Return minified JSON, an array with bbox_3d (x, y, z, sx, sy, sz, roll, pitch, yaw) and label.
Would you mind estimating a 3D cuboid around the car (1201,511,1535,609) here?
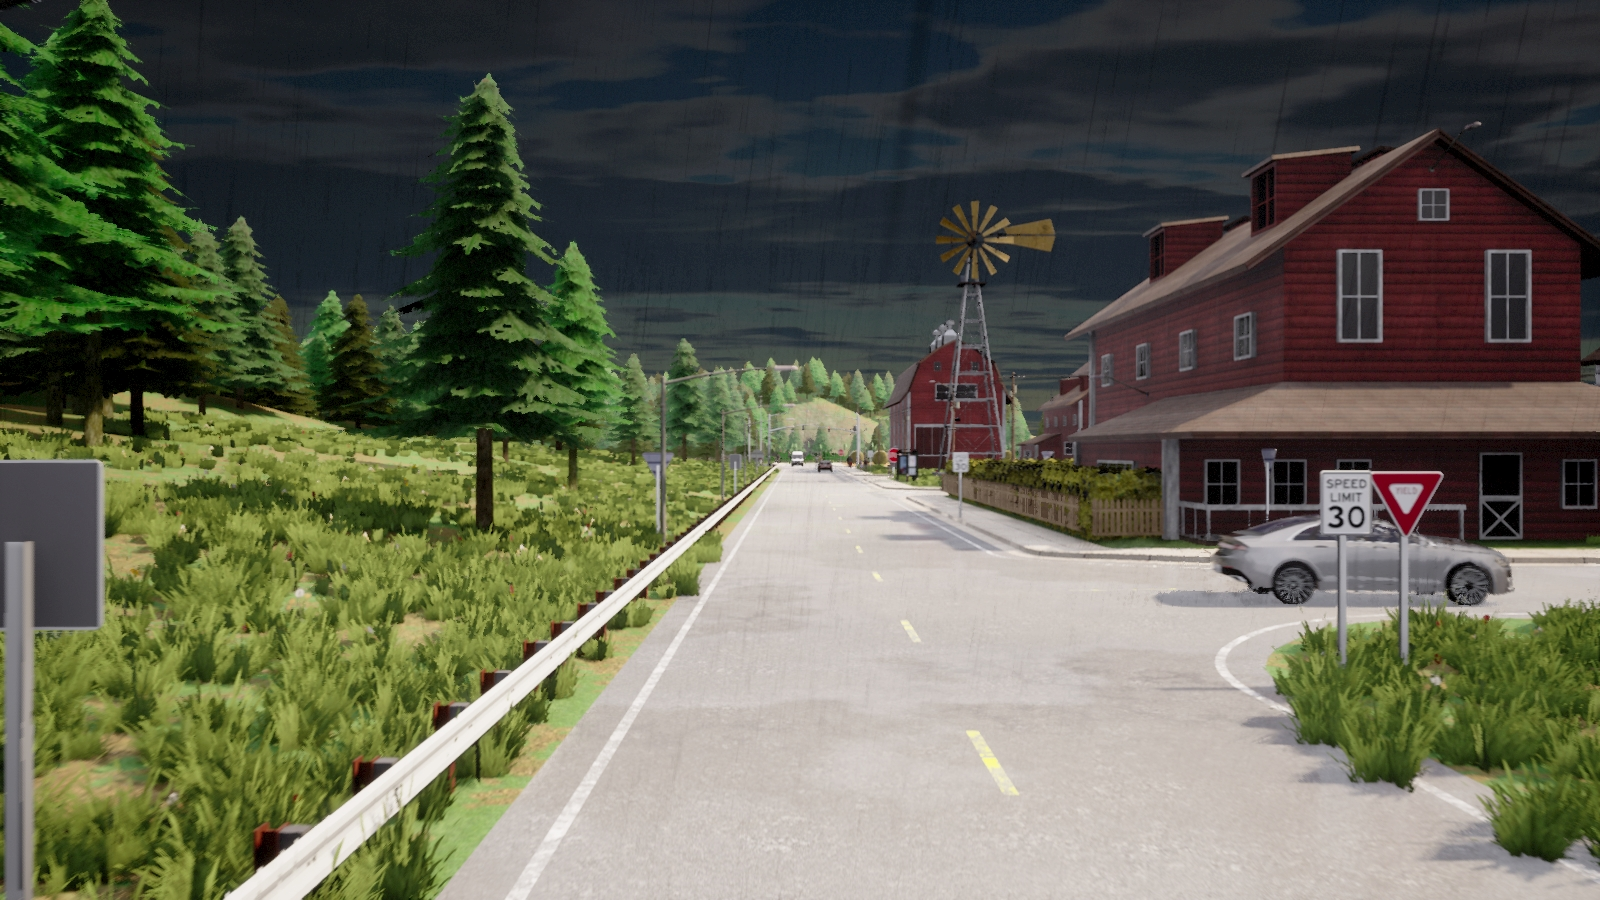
[{"bbox_3d":[9.942,1.911,20.373,4.902,1.511,2.128,0,0,5],"label":"car"}]
